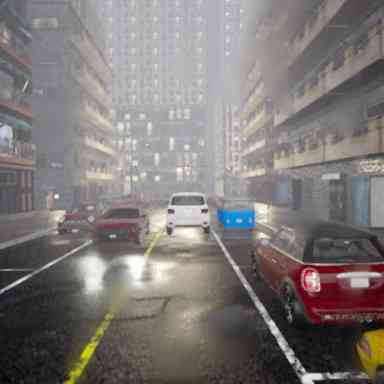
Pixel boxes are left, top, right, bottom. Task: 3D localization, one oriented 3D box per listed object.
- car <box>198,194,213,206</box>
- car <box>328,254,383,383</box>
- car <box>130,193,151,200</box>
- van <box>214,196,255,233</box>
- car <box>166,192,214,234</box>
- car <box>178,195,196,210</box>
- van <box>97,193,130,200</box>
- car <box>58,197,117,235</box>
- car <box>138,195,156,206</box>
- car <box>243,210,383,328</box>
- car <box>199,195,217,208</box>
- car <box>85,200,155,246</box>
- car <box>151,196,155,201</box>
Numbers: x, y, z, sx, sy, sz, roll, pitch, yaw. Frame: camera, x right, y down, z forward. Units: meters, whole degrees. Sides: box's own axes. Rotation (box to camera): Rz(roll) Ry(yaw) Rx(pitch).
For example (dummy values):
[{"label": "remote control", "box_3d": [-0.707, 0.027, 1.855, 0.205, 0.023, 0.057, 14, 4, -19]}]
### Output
[{"label": "car", "box_3d": [1.787, 1.033, 45.871, 1.752, 1.417, 4.829, -1, 1, -1]}, {"label": "car", "box_3d": [2.545, 1.486, 1.487, 1.752, 1.417, 4.829, -1, 1, -1]}, {"label": "car", "box_3d": [-5.903, 1.011, 34.450, 2.192, 1.841, 5.009, -1, 1, -1]}, {"label": "van", "box_3d": [2.260, 1.135, 17.959, 1.690, 1.788, 3.998, -1, 1, -1]}, {"label": "car", "box_3d": [-0.218, 1.037, 18.034, 2.150, 2.045, 5.566, -1, 1, -1]}, {"label": "car", "box_3d": [-0.526, 1.148, 36.876, 1.812, 1.442, 4.674, -1, 1, -1]}, {"label": "van", "box_3d": [-5.713, 1.151, 23.354, 1.690, 1.788, 3.998, -1, 1, -1]}, {"label": "car", "box_3d": [-5.617, 1.307, 17.807, 1.967, 1.590, 4.097, -1, 1, -1]}, {"label": "car", "box_3d": [-6.088, 1.127, 45.548, 1.887, 1.381, 4.507, -1, 1, -1]}, {"label": "car", "box_3d": [2.451, 1.347, 6.864, 1.967, 1.590, 4.097, -1, 1, -1]}, {"label": "car", "box_3d": [1.885, 1.111, 40.153, 1.887, 1.381, 4.507, -1, 1, -1]}, {"label": "car", "box_3d": [-2.991, 1.351, 14.871, 1.882, 1.535, 5.008, -1, 1, -1]}, {"label": "car", "box_3d": [-5.993, 1.205, 40.001, 1.947, 1.339, 4.313, -1, 1, -1]}]
